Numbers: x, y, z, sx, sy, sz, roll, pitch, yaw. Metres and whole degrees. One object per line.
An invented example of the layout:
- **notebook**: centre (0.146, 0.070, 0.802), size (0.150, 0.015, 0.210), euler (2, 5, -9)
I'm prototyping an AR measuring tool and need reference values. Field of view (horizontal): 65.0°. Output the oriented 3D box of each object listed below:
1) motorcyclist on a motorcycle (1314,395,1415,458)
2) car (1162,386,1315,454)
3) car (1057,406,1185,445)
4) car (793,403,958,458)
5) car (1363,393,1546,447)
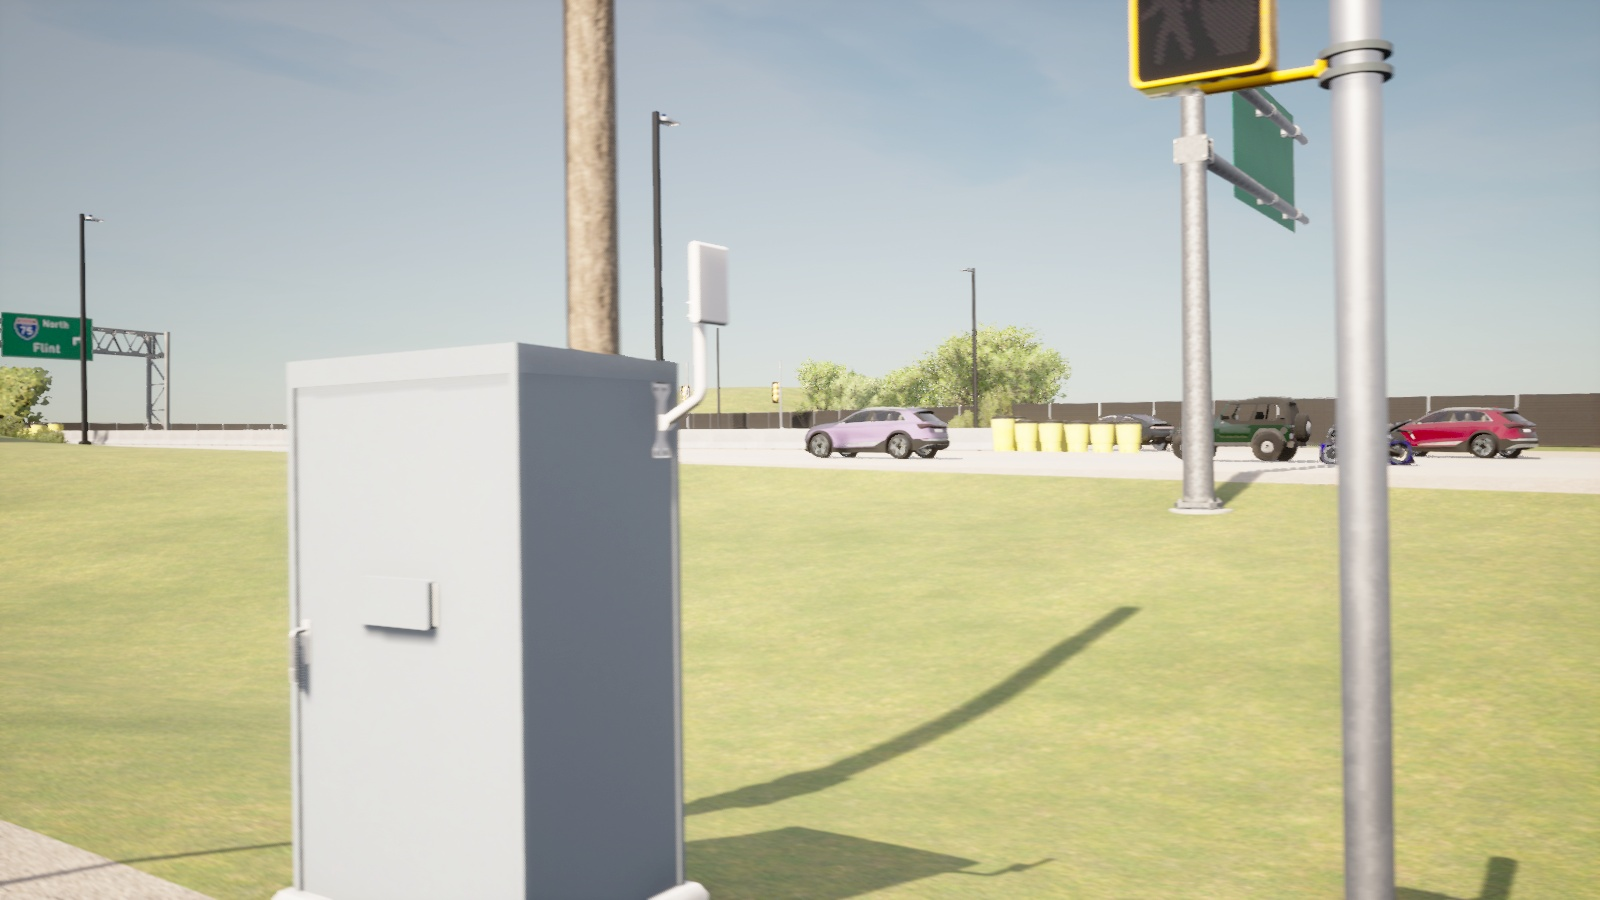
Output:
- **motorcyclist on a motorcycle**: centre (14.250, -0.579, 31.733), size (2.191, 1.530, 0.866), euler (0, 1, 34)
- **car**: centre (12.874, -0.846, 36.910), size (3.866, 1.878, 1.905), euler (0, 1, 34)
- **car**: centre (13.148, -0.998, 51.690), size (2.128, 1.511, 4.902), euler (-2, 1, -34)
- **car**: centre (2.366, -0.587, 39.860), size (4.856, 1.649, 2.033), euler (0, 1, 34)
- **car**: centre (21.060, -0.945, 40.597), size (2.033, 1.649, 4.856), euler (-2, 1, -37)
